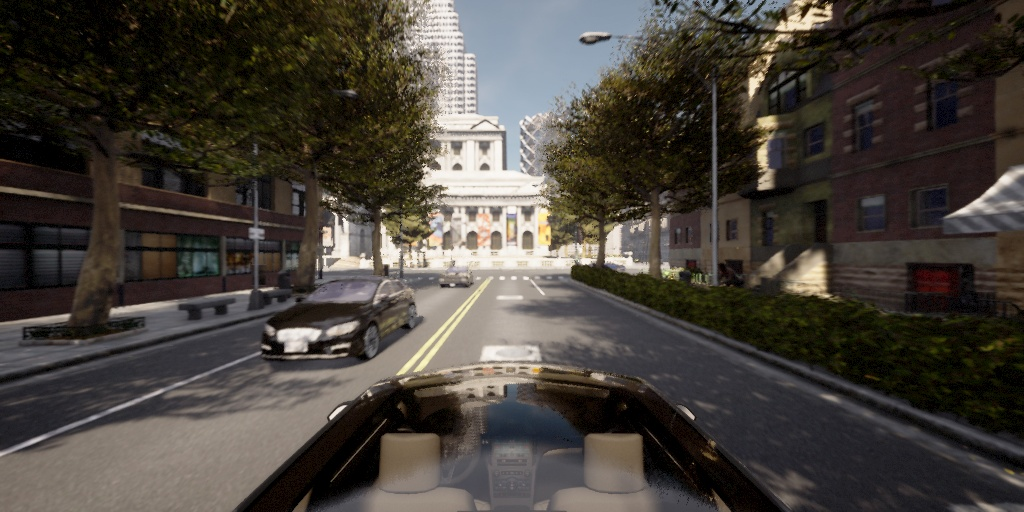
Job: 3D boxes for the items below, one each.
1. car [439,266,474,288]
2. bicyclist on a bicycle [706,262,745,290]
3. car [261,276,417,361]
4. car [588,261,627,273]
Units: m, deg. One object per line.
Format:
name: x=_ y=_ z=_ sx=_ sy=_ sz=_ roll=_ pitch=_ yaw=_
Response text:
car: x=-3.660 y=1.381 z=24.631 sx=2.033 sy=1.411 sz=5.357 roll=0 pitch=0 yaw=0
bicyclist on a bicycle: x=6.295 y=1.011 z=10.507 sx=1.656 sy=1.620 sz=0.582 roll=-1 pitch=0 yaw=0
car: x=-3.629 y=1.263 z=8.454 sx=2.128 sy=1.511 sz=4.902 roll=0 pitch=0 yaw=0
car: x=10.600 y=1.242 z=40.113 sx=4.181 sy=1.385 sz=1.994 roll=0 pitch=0 yaw=-2
